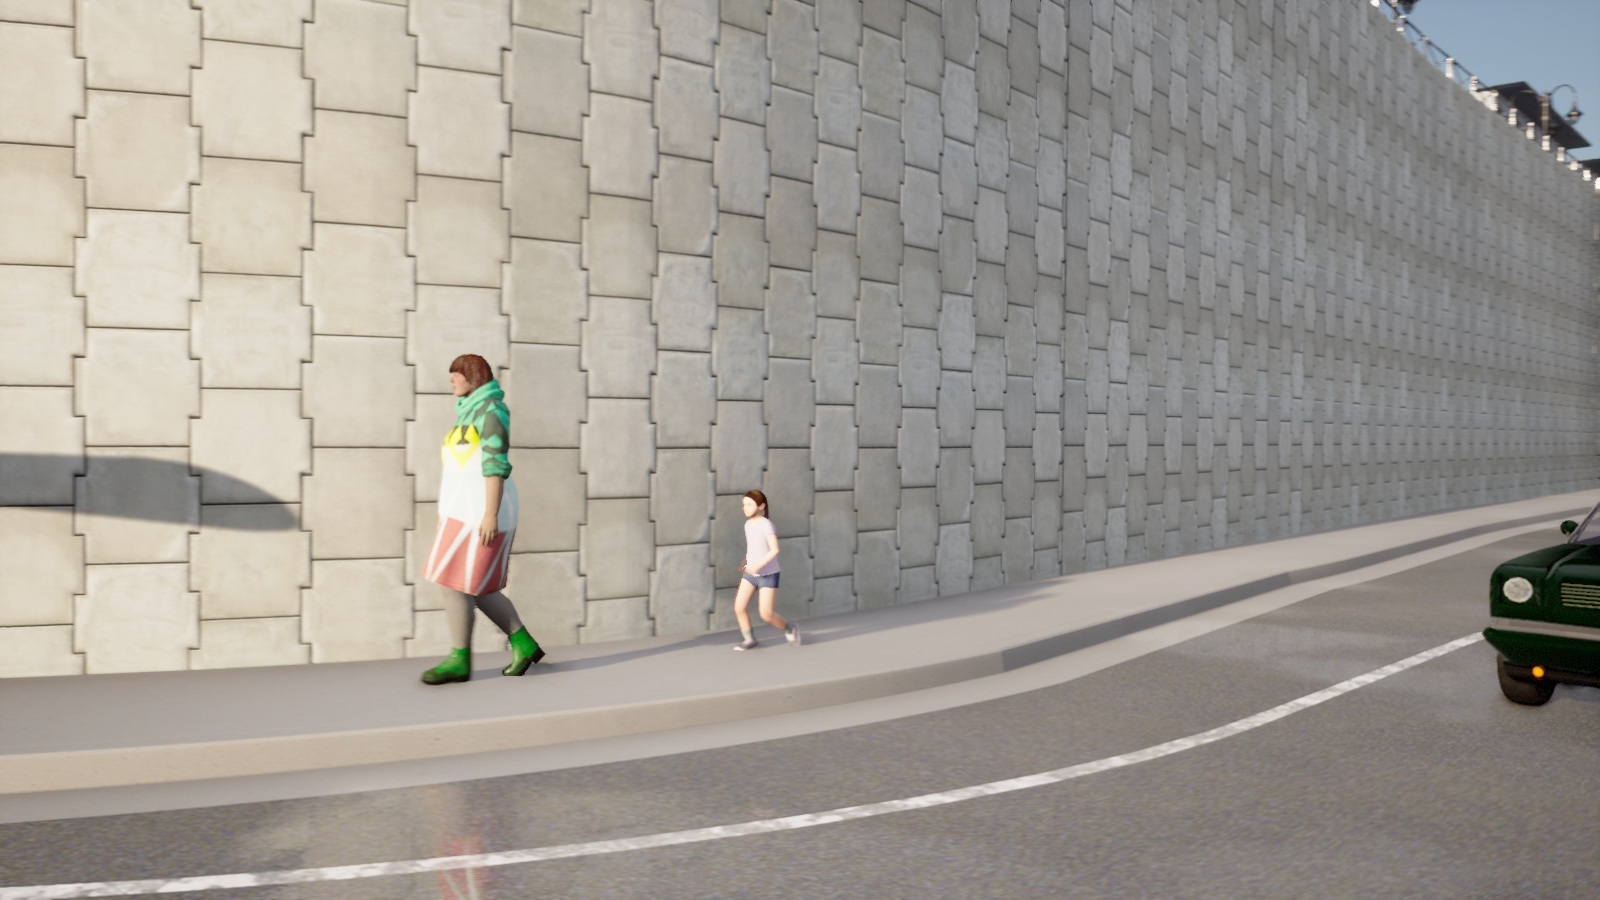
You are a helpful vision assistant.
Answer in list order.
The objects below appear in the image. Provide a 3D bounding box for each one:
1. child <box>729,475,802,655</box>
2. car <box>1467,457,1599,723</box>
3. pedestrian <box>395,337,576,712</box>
[{"bbox_3d":[-0.222,0.728,8.112,0.255,1.110,0.394,0,1,45],"label":"child"},{"bbox_3d":[5.979,0.721,8.000,1.895,1.301,4.718,0,1,43],"label":"car"},{"bbox_3d":[-1.766,0.381,7.004,0.873,1.952,0.659,-1,1,-21],"label":"pedestrian"}]
